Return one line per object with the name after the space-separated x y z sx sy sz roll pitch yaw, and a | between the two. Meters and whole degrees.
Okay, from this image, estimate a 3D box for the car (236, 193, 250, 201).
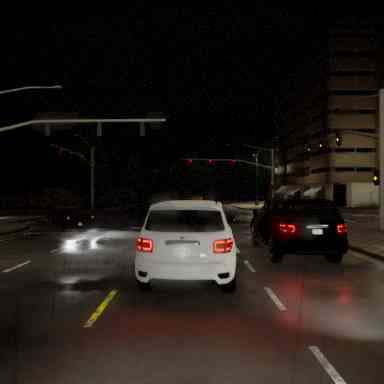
13.060 1.225 80.679 5.566 2.045 2.150 0 0 -41 | car

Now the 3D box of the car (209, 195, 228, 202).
6.367 1.525 78.940 2.128 1.511 4.902 0 0 38 | car

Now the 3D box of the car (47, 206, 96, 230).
-7.897 1.600 21.551 1.895 1.301 4.718 0 0 -37 | car

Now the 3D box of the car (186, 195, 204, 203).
0.651 1.478 70.309 1.882 1.535 5.008 0 0 23 | car

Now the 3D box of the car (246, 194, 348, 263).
3.576 1.221 12.116 2.150 2.045 5.566 0 0 0 | car

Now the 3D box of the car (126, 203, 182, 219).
-3.293 1.624 29.304 4.718 1.301 1.895 0 0 0 | car

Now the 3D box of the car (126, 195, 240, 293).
0.015 1.221 9.090 2.150 2.045 5.566 0 0 4 | car

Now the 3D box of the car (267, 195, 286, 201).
21.827 1.524 86.198 4.674 1.442 1.812 0 0 -22 | car

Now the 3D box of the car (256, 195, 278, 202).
18.189 1.540 80.172 5.357 1.411 2.033 0 0 -34 | car

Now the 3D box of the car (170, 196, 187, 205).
-2.436 1.505 60.782 1.837 1.490 4.892 0 0 13 | car

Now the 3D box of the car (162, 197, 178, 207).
-3.371 1.505 51.545 1.837 1.490 4.892 0 0 3 | car
